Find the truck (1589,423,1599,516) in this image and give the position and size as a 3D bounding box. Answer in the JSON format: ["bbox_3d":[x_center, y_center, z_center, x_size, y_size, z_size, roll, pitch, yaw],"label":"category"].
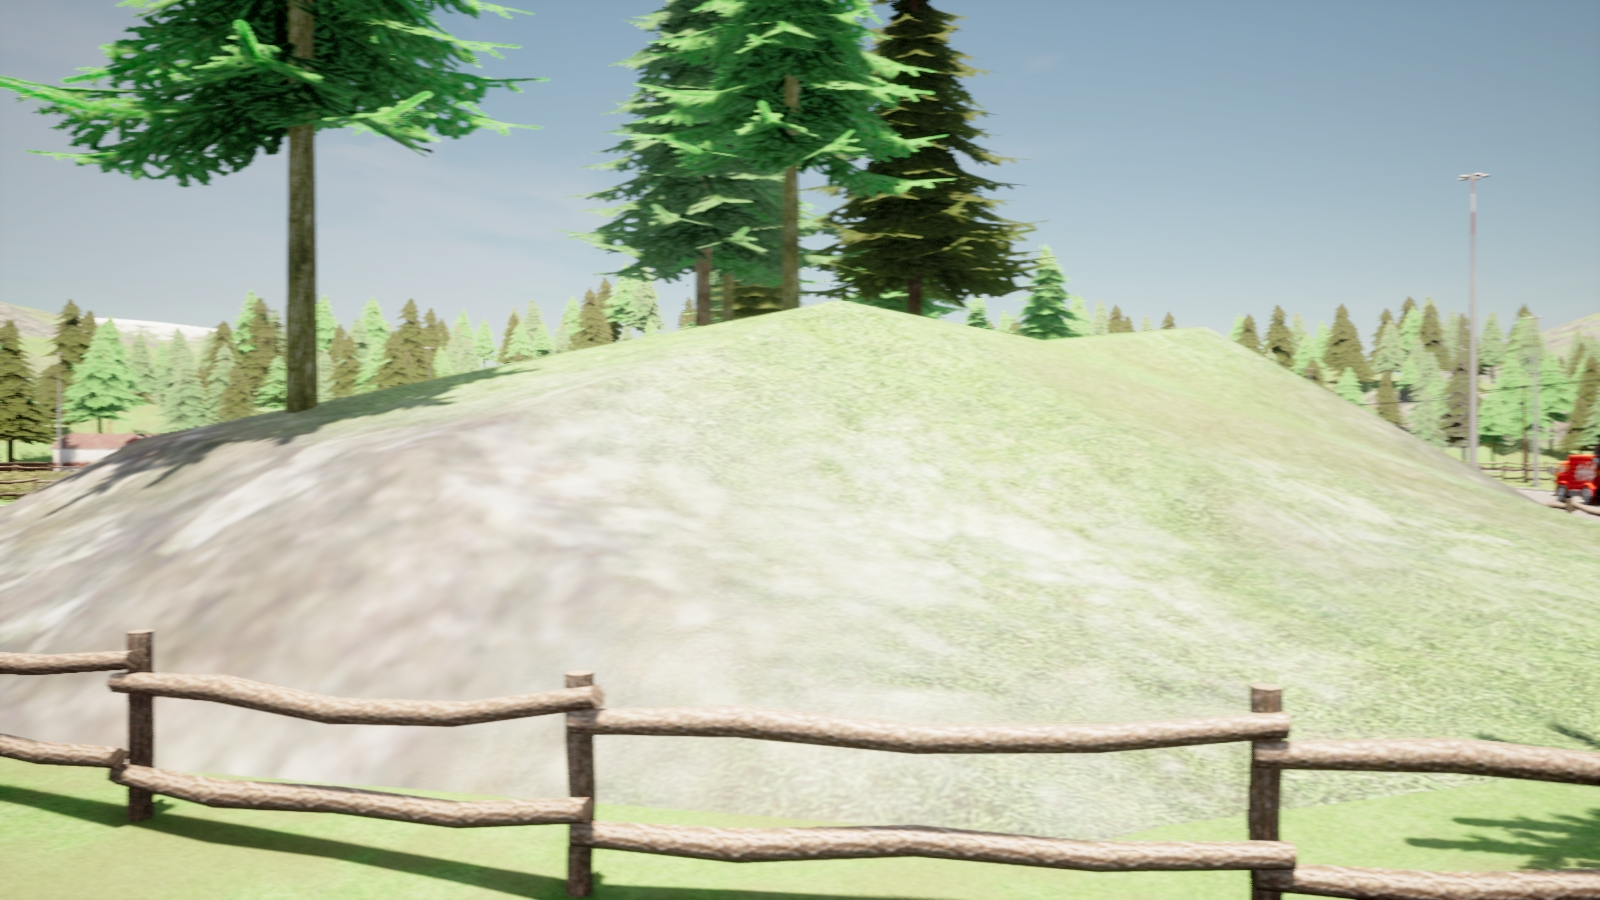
[{"bbox_3d":[34.051,0.812,43.597,2.891,3.827,8.468,0,0,7],"label":"truck"}]

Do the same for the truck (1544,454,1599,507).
[{"bbox_3d":[39.140,1.463,55.894,2.627,2.467,5.204,0,-1,7],"label":"truck"}]
